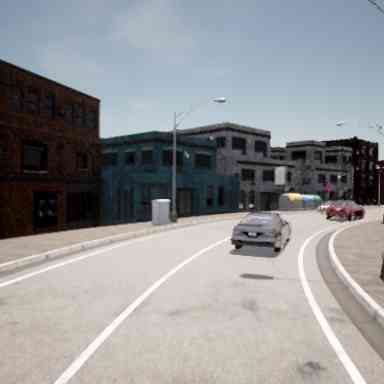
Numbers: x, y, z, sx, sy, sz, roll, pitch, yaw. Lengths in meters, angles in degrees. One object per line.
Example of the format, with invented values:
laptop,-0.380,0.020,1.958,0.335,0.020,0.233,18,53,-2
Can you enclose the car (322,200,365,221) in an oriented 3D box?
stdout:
car,13.779,1.537,29.655,2.097,1.767,4.553,2,1,43

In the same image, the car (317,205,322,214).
car,15.591,1.700,36.889,4.674,1.442,1.812,1,1,-44

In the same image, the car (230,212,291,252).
car,3.128,1.578,14.362,2.033,1.411,5.357,1,0,22
